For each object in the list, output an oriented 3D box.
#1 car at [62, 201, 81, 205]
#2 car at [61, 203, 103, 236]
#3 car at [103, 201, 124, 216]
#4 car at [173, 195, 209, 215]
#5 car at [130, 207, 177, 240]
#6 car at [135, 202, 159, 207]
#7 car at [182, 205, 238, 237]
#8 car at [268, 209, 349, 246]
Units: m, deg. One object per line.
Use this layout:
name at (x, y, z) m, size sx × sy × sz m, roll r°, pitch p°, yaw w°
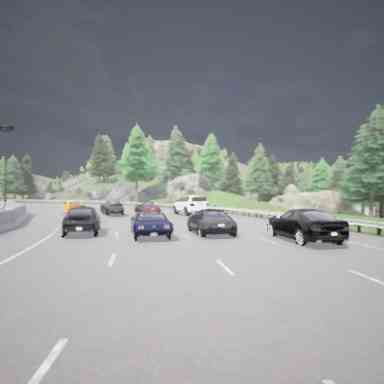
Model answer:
car at (-12.881, 1.658, 35.871) m, size 1.882 × 1.535 × 5.008 m, roll 0°, pitch 0°, yaw -28°
car at (-6.257, 1.600, 19.054) m, size 1.837 × 1.490 × 4.892 m, roll 0°, pitch 0°, yaw -14°
car at (-8.424, 1.659, 34.776) m, size 2.128 × 1.511 × 4.902 m, roll 0°, pitch 0°, yaw -25°
car at (-0.192, 1.368, 33.692) m, size 2.150 × 2.045 × 5.566 m, roll 0°, pitch 0°, yaw -22°
car at (-2.280, 1.682, 17.626) m, size 1.895 × 1.301 × 4.718 m, roll 0°, pitch 0°, yaw -13°
car at (-4.791, 1.726, 35.225) m, size 1.994 × 1.385 × 4.181 m, roll 0°, pitch 0°, yaw -25°
car at (1.007, 1.643, 18.564) m, size 1.994 × 1.385 × 4.181 m, roll 0°, pitch 0°, yaw -13°
car at (5.233, 1.536, 15.668) m, size 1.882 × 1.535 × 5.008 m, roll 0°, pitch 0°, yaw -10°
